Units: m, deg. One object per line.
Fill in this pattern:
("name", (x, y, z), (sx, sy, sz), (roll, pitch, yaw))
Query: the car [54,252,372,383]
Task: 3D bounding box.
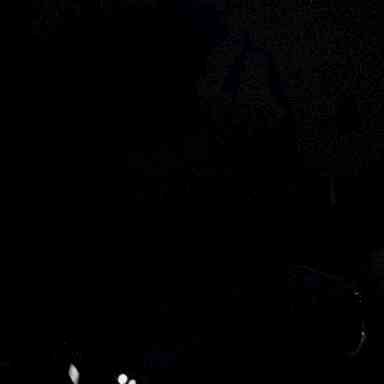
("car", (0.490, 1.560, 4.348), (4.181, 1.385, 1.994), (0, 0, -36))
